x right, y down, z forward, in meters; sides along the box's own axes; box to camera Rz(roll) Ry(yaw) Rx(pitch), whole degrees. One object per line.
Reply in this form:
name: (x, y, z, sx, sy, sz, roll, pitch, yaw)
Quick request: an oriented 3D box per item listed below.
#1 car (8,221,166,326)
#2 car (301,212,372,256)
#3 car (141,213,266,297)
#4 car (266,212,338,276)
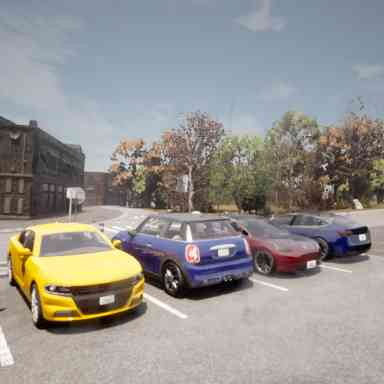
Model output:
car: (-2.825, 1.479, 7.432, 2.097, 1.535, 5.008, 0, 0, -35)
car: (3.970, 1.464, 12.284, 2.163, 1.488, 4.792, 0, 0, -35)
car: (-0.538, 1.343, 9.010, 2.185, 1.767, 4.553, 0, 0, -35)
car: (1.733, 1.481, 10.625, 2.163, 1.488, 4.792, 0, 0, -35)
